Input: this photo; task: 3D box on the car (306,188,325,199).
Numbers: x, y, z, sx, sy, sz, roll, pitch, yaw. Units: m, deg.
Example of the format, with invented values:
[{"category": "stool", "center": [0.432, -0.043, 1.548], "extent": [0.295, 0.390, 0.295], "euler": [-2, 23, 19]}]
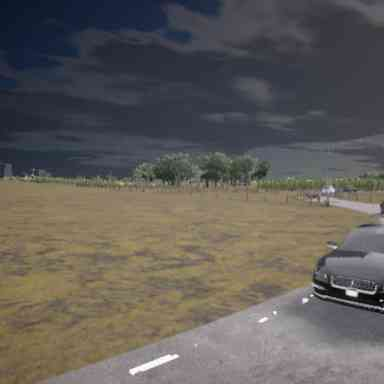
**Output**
[{"category": "car", "center": [20.884, 0.529, 57.225], "extent": [1.994, 1.385, 4.181], "euler": [0, 2, 10]}]

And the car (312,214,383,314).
[{"category": "car", "center": [4.386, 1.477, 7.427], "extent": [1.837, 1.490, 4.892], "euler": [0, 0, 43]}]

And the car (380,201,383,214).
[{"category": "car", "center": [16.940, 1.273, 27.555], "extent": [1.837, 1.490, 4.892], "euler": [0, 1, 20]}]

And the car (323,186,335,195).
[{"category": "car", "center": [31.638, -0.401, 77.087], "extent": [2.150, 2.045, 5.566], "euler": [0, 1, 34]}]
